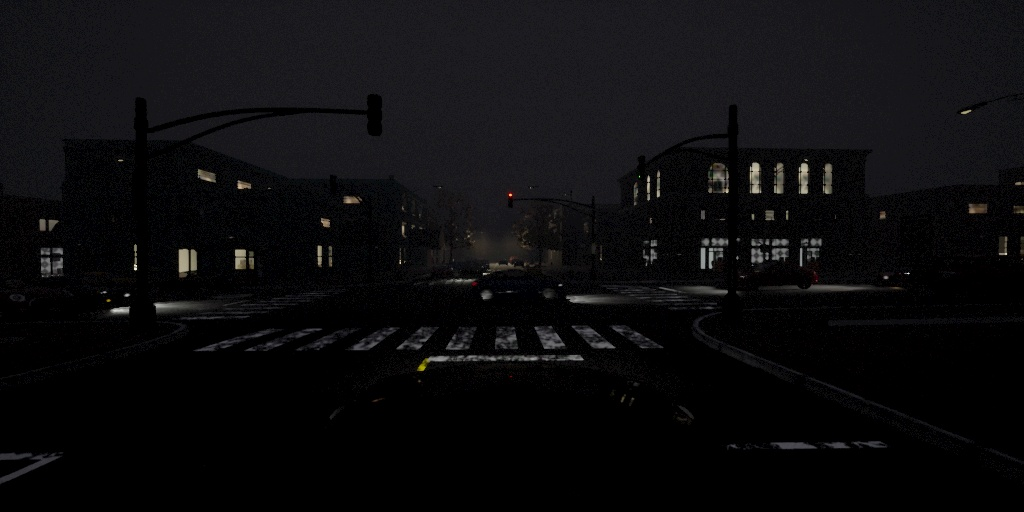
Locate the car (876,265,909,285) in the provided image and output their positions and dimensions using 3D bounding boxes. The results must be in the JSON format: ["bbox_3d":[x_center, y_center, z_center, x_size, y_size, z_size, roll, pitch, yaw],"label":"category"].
[{"bbox_3d":[23.531,0.916,20.315,4.902,1.511,2.128,-1,1,-2],"label":"car"}]

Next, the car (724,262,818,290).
[{"bbox_3d":[14.309,1.062,19.917,4.674,1.442,1.812,-1,1,-2],"label":"car"}]

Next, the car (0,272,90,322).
[{"bbox_3d":[-18.344,1.421,12.745,4.097,1.591,1.967,0,0,-2],"label":"car"}]

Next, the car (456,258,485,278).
[{"bbox_3d":[-3.916,1.219,34.412,1.882,1.535,5.008,0,0,-2],"label":"car"}]

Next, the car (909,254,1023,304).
[{"bbox_3d":[19.644,0.842,14.358,5.009,1.841,2.192,0,0,-2],"label":"car"}]

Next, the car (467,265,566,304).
[{"bbox_3d":[0.266,1.300,16.103,4.181,1.385,1.994,-1,1,-2],"label":"car"}]

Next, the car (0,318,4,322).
[{"bbox_3d":[-5.661,1.295,1.077,1.888,1.381,4.507,0,0,-1],"label":"car"}]

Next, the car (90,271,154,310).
[{"bbox_3d":[-18.512,1.523,15.290,4.181,1.385,1.994,-1,1,-3],"label":"car"}]

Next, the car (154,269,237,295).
[{"bbox_3d":[-18.676,1.472,21.085,4.313,1.339,1.948,0,0,-2],"label":"car"}]

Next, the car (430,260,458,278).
[{"bbox_3d":[-6.487,1.323,33.586,1.802,1.307,4.207,0,0,-1],"label":"car"}]

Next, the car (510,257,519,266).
[{"bbox_3d":[1.186,1.284,61.521,2.007,1.370,4.403,0,0,-1],"label":"car"}]

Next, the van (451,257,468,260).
[{"bbox_3d":[-6.769,1.079,44.674,1.690,1.789,3.998,0,0,-1],"label":"van"}]

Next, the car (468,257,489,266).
[{"bbox_3d":[-4.174,1.216,44.451,1.882,1.535,5.008,0,0,-1],"label":"car"}]

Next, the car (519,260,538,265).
[{"bbox_3d":[1.886,1.267,33.969,1.751,1.417,4.829,0,0,-1],"label":"car"}]
